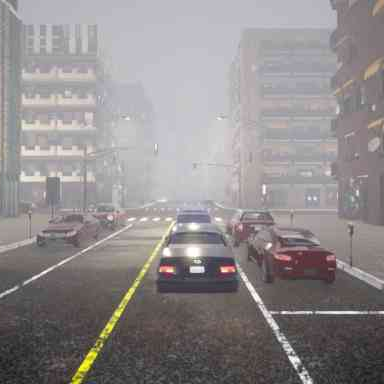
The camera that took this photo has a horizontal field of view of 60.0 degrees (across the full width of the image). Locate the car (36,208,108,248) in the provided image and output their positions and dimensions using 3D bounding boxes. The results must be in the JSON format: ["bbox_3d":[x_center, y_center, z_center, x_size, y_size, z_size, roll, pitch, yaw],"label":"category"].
[{"bbox_3d":[-5.309,1.585,14.821,1.802,1.307,4.206,1,0,0],"label":"car"}]

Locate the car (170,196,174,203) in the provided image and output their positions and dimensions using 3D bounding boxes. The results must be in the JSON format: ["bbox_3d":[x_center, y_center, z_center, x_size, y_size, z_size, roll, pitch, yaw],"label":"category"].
[{"bbox_3d":[-5.294,1.536,69.756,1.752,1.417,4.829,1,0,0],"label":"car"}]

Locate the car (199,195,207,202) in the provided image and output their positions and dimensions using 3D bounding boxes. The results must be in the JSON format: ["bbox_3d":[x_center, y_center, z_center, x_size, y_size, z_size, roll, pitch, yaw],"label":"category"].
[{"bbox_3d":[2.588,1.556,81.296,1.887,1.381,4.507,1,0,0],"label":"car"}]

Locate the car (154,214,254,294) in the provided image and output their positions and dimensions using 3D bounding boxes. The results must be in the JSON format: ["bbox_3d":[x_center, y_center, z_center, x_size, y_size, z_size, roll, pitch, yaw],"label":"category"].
[{"bbox_3d":[0.102,1.550,8.948,2.033,1.411,5.357,0,0,0],"label":"car"}]

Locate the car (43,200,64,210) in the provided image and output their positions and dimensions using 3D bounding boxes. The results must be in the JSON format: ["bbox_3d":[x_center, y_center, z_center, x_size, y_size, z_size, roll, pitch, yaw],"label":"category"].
[{"bbox_3d":[-17.617,1.591,39.760,4.313,1.339,1.947,0,-1,0],"label":"car"}]

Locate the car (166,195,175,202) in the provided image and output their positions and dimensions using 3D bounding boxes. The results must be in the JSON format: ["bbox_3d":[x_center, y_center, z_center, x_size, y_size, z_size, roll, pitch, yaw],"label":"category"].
[{"bbox_3d":[-5.293,1.556,81.267,1.887,1.381,4.507,1,0,0],"label":"car"}]

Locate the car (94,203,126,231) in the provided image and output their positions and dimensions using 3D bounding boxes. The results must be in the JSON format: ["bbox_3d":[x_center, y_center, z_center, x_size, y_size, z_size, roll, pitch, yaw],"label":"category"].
[{"bbox_3d":[-5.310,1.445,20.371,1.967,1.590,4.097,1,0,0],"label":"car"}]

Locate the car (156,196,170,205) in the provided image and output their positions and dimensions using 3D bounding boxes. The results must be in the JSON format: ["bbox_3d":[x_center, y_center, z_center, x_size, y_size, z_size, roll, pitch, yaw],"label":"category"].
[{"bbox_3d":[-5.296,1.535,58.414,1.752,1.417,4.829,1,0,0],"label":"car"}]

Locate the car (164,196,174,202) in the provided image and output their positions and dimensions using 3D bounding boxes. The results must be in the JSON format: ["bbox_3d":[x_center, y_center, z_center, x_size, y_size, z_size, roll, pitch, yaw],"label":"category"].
[{"bbox_3d":[-5.294,1.577,75.597,1.947,1.339,4.313,1,0,0],"label":"car"}]

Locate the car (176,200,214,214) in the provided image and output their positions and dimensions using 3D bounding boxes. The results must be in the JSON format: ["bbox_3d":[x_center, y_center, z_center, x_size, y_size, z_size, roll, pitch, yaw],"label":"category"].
[{"bbox_3d":[0.096,1.482,19.590,1.882,1.535,5.008,0,0,0],"label":"car"}]

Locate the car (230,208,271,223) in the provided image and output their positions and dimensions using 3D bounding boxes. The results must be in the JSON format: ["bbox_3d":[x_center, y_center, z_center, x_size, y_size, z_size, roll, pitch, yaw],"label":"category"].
[{"bbox_3d":[2.578,1.444,14.842,1.967,1.590,4.097,1,0,0],"label":"car"}]

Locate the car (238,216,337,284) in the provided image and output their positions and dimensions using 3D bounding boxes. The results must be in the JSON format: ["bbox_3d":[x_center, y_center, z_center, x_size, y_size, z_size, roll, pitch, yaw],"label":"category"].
[{"bbox_3d":[2.575,1.584,9.293,1.802,1.307,4.206,1,0,0],"label":"car"}]

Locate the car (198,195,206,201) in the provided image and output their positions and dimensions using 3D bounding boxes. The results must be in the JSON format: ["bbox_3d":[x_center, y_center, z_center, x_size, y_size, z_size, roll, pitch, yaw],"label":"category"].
[{"bbox_3d":[2.588,1.563,86.967,2.008,1.369,4.403,1,0,0],"label":"car"}]

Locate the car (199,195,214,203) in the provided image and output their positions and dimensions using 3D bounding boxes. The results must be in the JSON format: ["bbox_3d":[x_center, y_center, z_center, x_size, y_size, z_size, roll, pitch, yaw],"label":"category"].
[{"bbox_3d":[2.583,1.560,52.941,2.008,1.369,4.403,1,0,0],"label":"car"}]

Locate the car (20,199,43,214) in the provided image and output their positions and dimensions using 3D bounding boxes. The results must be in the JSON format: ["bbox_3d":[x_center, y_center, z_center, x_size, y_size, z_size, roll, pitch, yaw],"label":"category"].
[{"bbox_3d":[-17.557,1.241,31.884,5.009,1.841,2.192,0,-1,0],"label":"car"}]
